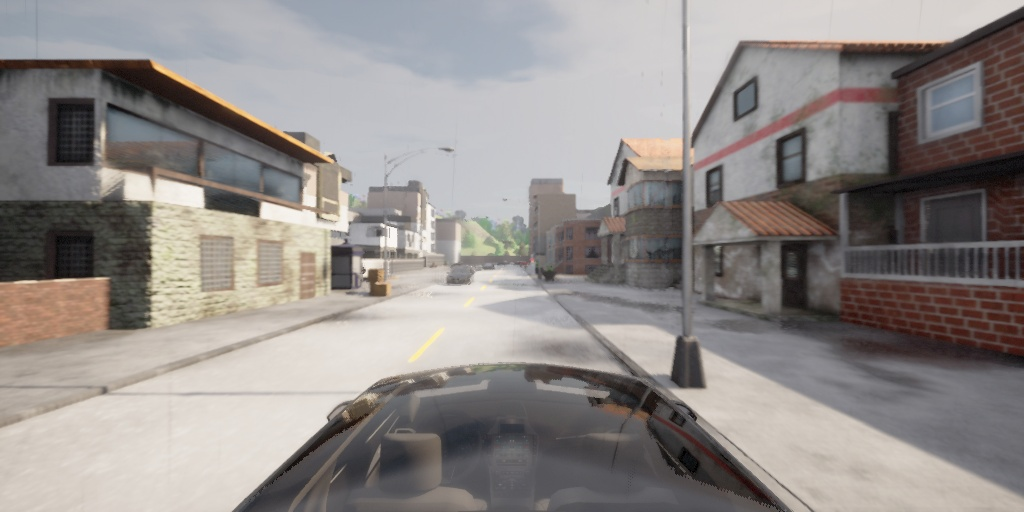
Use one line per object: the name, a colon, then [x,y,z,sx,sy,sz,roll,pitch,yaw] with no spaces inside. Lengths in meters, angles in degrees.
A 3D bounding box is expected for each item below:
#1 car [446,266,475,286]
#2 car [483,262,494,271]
car: [-4.010,1.560,28.449,1.837,1.490,4.892,0,1,0]
car: [-4.023,1.830,62.313,2.033,1.411,5.357,0,0,0]
